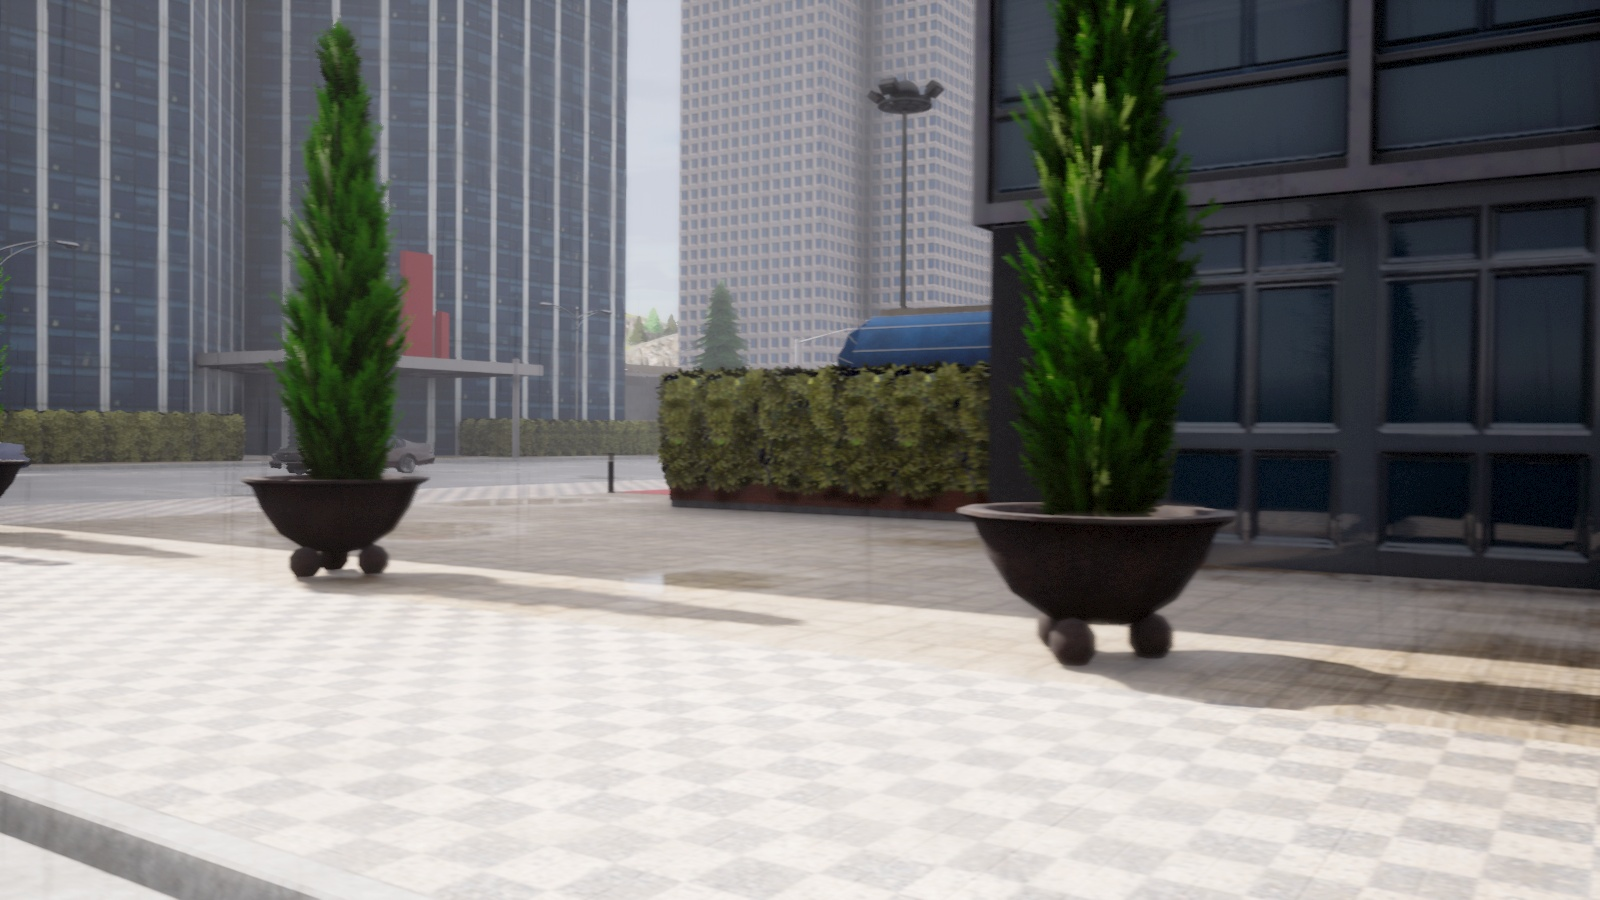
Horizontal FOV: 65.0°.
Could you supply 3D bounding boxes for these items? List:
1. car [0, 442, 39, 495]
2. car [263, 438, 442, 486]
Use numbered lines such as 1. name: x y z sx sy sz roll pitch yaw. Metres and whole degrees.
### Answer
1. car: -23.541 0.537 33.322 2.033 1.411 5.357 0 1 33
2. car: -14.459 0.350 40.934 2.033 1.411 5.357 0 1 33
